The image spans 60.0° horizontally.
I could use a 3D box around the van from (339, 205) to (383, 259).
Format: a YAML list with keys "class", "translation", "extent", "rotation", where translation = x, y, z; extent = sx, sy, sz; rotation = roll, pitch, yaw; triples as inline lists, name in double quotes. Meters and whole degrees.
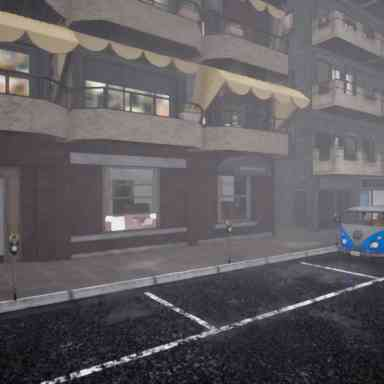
- class: "van"
  translation: [6.659, 1.341, 11.304]
  extent: [3.998, 1.788, 1.690]
  rotation: [0, 0, -35]
